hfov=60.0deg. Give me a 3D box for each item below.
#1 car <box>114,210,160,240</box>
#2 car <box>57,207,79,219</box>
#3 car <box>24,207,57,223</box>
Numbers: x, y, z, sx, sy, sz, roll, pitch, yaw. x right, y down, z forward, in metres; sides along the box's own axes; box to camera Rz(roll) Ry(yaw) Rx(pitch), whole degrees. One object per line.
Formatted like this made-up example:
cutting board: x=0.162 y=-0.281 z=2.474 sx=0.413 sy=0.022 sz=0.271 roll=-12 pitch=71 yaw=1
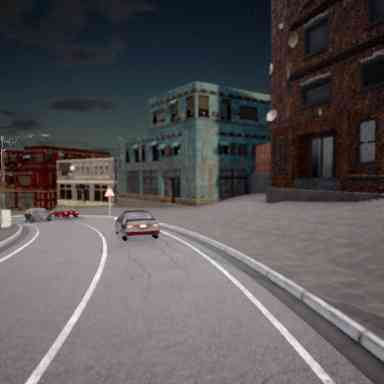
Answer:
car: x=-3.070 y=1.687 z=17.999 sx=2.033 sy=1.411 sz=5.357 roll=-1 pitch=-1 yaw=-18
car: x=-15.036 y=2.466 z=39.098 sx=1.895 sy=1.301 sz=4.718 roll=-3 pitch=-1 yaw=-41
car: x=-15.844 y=2.357 z=34.189 sx=1.837 sy=1.490 sz=4.892 roll=-2 pitch=-1 yaw=-38
